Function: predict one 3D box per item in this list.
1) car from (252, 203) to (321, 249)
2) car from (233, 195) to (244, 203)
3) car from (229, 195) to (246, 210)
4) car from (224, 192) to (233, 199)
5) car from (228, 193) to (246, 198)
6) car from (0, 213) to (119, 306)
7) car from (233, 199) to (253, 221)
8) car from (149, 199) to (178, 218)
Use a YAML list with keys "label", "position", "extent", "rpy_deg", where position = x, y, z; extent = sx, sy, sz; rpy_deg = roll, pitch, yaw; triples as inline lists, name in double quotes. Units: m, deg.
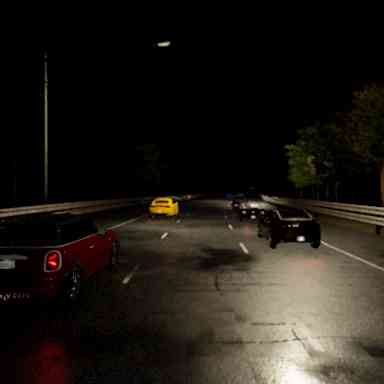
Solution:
- label: "car"
  position: [3.948, 1.415, 14.172]
  extent: [1.837, 1.490, 4.892]
  rpy_deg: [0, 0, 2]
- label: "car"
  position: [9.588, 1.395, 68.087]
  extent: [2.128, 1.511, 4.902]
  rpy_deg: [0, 0, 10]
- label: "car"
  position: [5.266, 1.367, 36.068]
  extent: [2.033, 1.411, 5.357]
  rpy_deg: [0, 0, 5]
- label: "car"
  position: [9.575, 1.115, 89.069]
  extent: [1.882, 1.535, 5.008]
  rpy_deg: [0, 1, 10]
- label: "car"
  position: [6.420, 1.324, 46.772]
  extent: [1.882, 1.535, 5.008]
  rpy_deg: [0, 0, 7]
- label: "car"
  position: [-3.247, 1.299, 8.057]
  extent: [2.097, 1.767, 4.553]
  rpy_deg: [0, 0, 1]
- label: "car"
  position: [4.400, 1.443, 25.363]
  extent: [1.895, 1.301, 4.718]
  rpy_deg: [0, 0, 4]
- label: "car"
  position: [-2.299, 1.305, 27.879]
  extent: [1.882, 1.535, 5.008]
  rpy_deg: [0, 0, 4]
